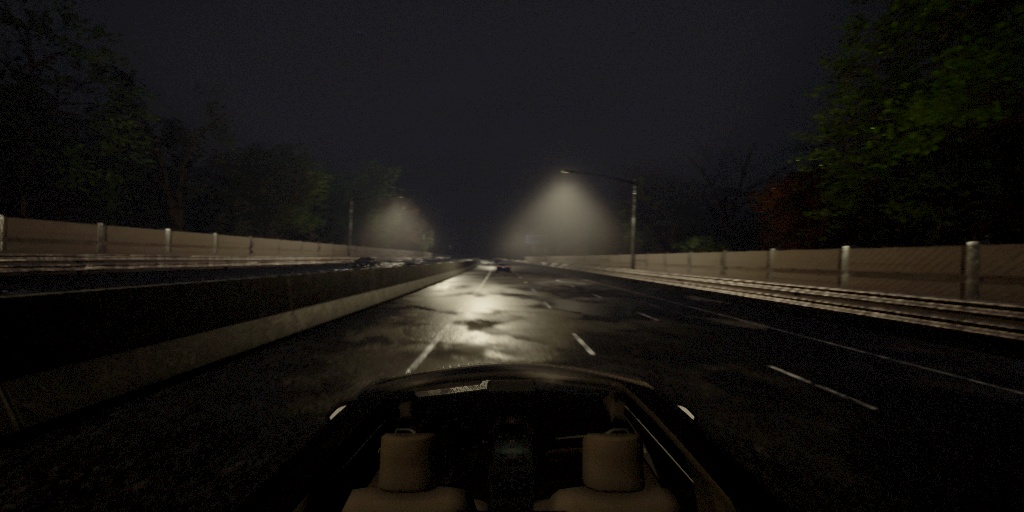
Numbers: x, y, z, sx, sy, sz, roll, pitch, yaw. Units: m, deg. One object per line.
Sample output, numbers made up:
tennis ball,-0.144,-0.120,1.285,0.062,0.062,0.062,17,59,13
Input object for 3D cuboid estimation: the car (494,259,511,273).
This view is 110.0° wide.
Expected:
car,-1.231,1.555,50.022,2.163,1.488,4.792,2,-1,-2

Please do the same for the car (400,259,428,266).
car,-11.600,1.107,43.969,2.128,1.511,4.902,2,0,-2

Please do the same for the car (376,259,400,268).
car,-15.147,1.095,45.598,1.895,1.301,4.718,2,0,-2

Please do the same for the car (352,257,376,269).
car,-18.651,0.865,45.698,1.837,1.490,4.892,2,0,-2
